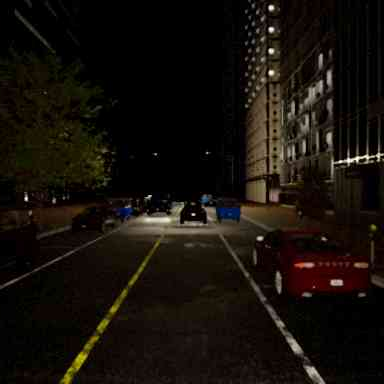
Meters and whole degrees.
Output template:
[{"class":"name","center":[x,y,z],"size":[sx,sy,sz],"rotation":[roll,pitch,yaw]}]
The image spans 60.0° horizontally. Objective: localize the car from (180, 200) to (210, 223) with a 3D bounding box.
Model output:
[{"class":"car","center":[0.100,1.577,25.632],"size":[1.994,1.385,4.181],"rotation":[0,0,0]}]

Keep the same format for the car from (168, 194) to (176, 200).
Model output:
[{"class":"car","center":[-5.693,1.395,93.440],"size":[1.967,1.590,4.097],"rotation":[0,0,0]}]

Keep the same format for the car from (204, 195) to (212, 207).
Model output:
[{"class":"car","center":[2.689,1.577,48.092],"size":[1.947,1.339,4.313],"rotation":[0,0,0]}]

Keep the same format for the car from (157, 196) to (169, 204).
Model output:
[{"class":"car","center":[-5.692,1.548,65.096],"size":[2.008,1.369,4.403],"rotation":[0,0,0]}]

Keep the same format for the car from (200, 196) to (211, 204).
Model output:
[{"class":"car","center":[2.688,1.563,65.098],"size":[1.947,1.339,4.313],"rotation":[0,0,0]}]

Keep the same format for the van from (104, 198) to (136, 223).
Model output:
[{"class":"van","center":[-5.691,1.354,25.417],"size":[1.690,1.788,3.998],"rotation":[0,0,0]}]

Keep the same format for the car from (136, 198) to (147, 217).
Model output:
[{"class":"car","center":[-5.691,1.455,31.085],"size":[1.967,1.590,4.097],"rotation":[0,0,0]}]

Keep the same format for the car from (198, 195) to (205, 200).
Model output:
[{"class":"car","center":[2.687,1.506,93.441],"size":[2.008,1.369,4.403],"rotation":[0,0,0]}]

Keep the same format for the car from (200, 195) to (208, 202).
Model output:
[{"class":"car","center":[2.688,1.509,76.606],"size":[1.752,1.417,4.829],"rotation":[0,0,0]}]

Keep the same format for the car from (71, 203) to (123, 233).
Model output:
[{"class":"car","center":[-5.691,1.556,19.747],"size":[1.887,1.381,4.507],"rotation":[0,0,0]}]

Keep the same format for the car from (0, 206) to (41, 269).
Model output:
[{"class":"car","center":[-5.690,1.320,8.412],"size":[2.192,1.841,5.009],"rotation":[0,0,0]}]

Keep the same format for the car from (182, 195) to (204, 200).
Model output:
[{"class":"car","center":[0.097,1.366,42.395],"size":[2.097,1.767,4.553],"rotation":[0,0,0]}]

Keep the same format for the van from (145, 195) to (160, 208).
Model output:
[{"class":"van","center":[-5.691,1.352,48.091],"size":[1.690,1.788,3.998],"rotation":[0,0,0]}]

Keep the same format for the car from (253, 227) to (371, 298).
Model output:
[{"class":"car","center":[2.690,1.550,8.412],"size":[1.887,1.381,4.507],"rotation":[0,0,0]}]

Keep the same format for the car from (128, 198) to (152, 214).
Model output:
[{"class":"car","center":[-5.691,1.455,36.753],"size":[1.967,1.590,4.097],"rotation":[0,0,0]}]

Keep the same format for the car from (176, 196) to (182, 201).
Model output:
[{"class":"car","center":[-3.004,1.575,73.657],"size":[1.895,1.301,4.718],"rotation":[0,0,0]}]

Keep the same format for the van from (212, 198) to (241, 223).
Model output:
[{"class":"van","center":[2.690,1.354,25.417],"size":[1.690,1.788,3.998],"rotation":[0,0,0]}]

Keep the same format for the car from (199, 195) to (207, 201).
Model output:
[{"class":"car","center":[2.688,1.526,82.103],"size":[2.008,1.369,4.403],"rotation":[0,0,0]}]

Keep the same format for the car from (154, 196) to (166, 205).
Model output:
[{"class":"car","center":[-5.692,1.528,59.259],"size":[1.752,1.417,4.829],"rotation":[0,0,0]}]

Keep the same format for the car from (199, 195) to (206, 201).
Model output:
[{"class":"car","center":[2.688,1.491,87.944],"size":[1.752,1.417,4.829],"rotation":[0,0,0]}]

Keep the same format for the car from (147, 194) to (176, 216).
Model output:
[{"class":"car","center":[-3.101,1.235,32.768],"size":[2.150,2.045,5.566],"rotation":[0,0,0]}]

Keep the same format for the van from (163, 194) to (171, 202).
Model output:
[{"class":"van","center":[-5.692,1.325,76.434],"size":[1.690,1.788,3.998],"rotation":[0,0,0]}]

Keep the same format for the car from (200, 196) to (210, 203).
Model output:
[{"class":"car","center":[2.688,1.557,70.766],"size":[1.947,1.339,4.313],"rotation":[0,0,0]}]
